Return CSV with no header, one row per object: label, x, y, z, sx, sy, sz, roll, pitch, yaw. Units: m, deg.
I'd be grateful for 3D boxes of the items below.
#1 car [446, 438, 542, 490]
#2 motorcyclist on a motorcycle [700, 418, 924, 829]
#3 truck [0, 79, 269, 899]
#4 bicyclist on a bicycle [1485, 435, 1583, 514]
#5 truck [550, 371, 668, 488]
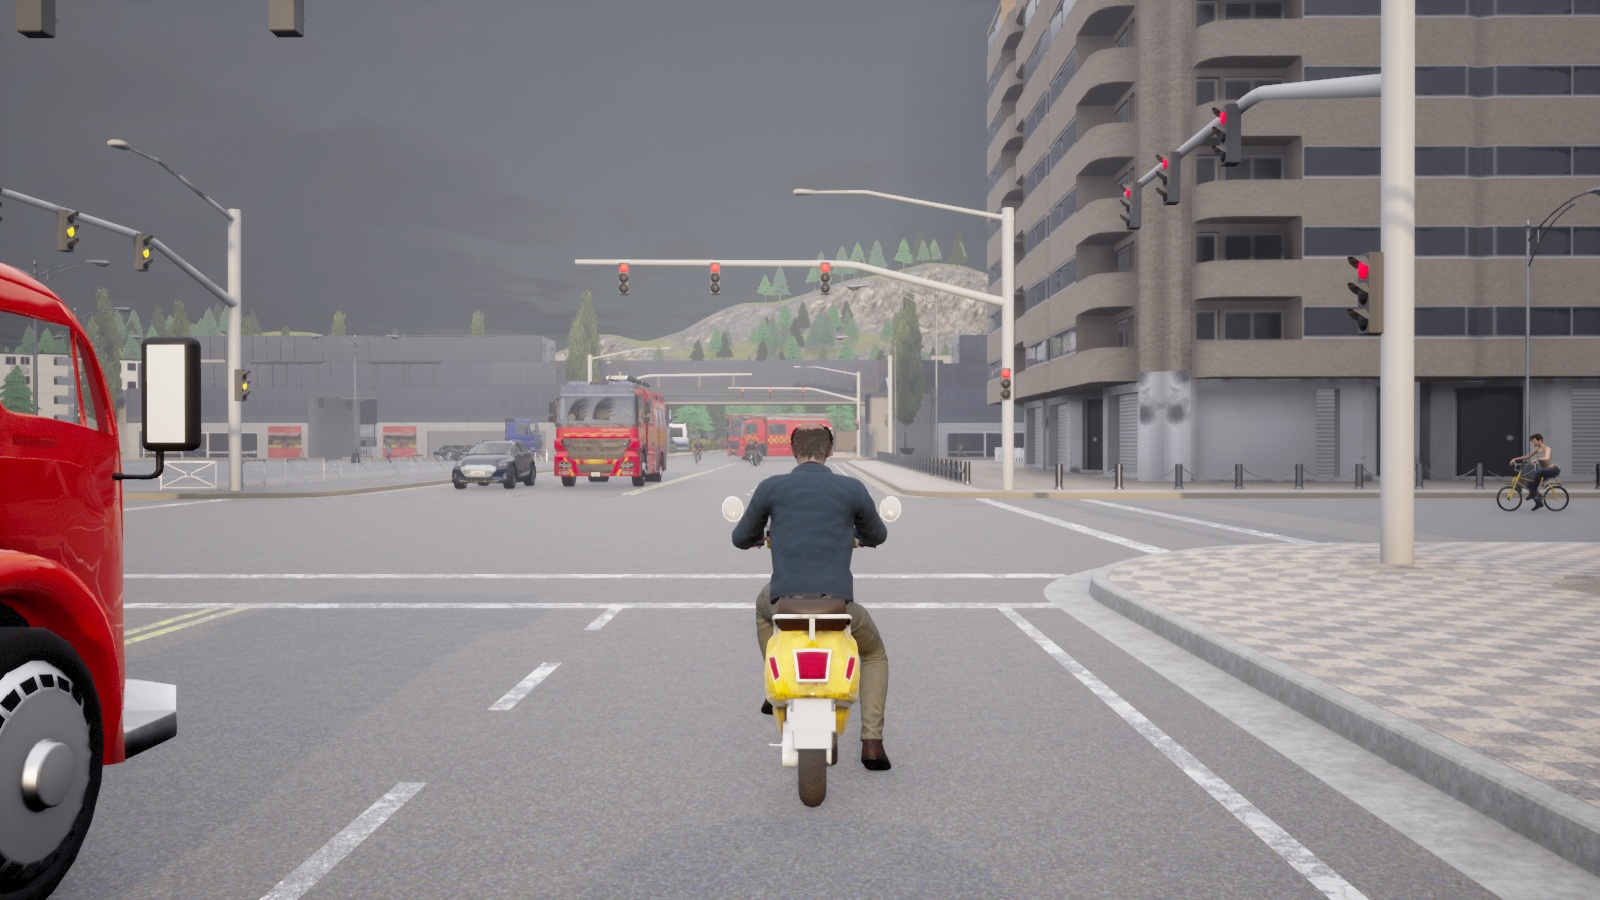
car,-10.209,0.427,42.256,2.033,1.649,4.856,0,0,0
motorcyclist on a motorcycle,0.053,0.667,5.772,0.866,1.590,1.817,0,0,0
truck,-3.468,0.243,2.454,2.627,2.467,5.204,0,0,0
bicyclist on a bicycle,15.104,0.492,25.880,1.509,1.612,0.866,0,0,0
truck,-6.689,-0.682,45.253,2.891,3.827,8.468,0,0,0
